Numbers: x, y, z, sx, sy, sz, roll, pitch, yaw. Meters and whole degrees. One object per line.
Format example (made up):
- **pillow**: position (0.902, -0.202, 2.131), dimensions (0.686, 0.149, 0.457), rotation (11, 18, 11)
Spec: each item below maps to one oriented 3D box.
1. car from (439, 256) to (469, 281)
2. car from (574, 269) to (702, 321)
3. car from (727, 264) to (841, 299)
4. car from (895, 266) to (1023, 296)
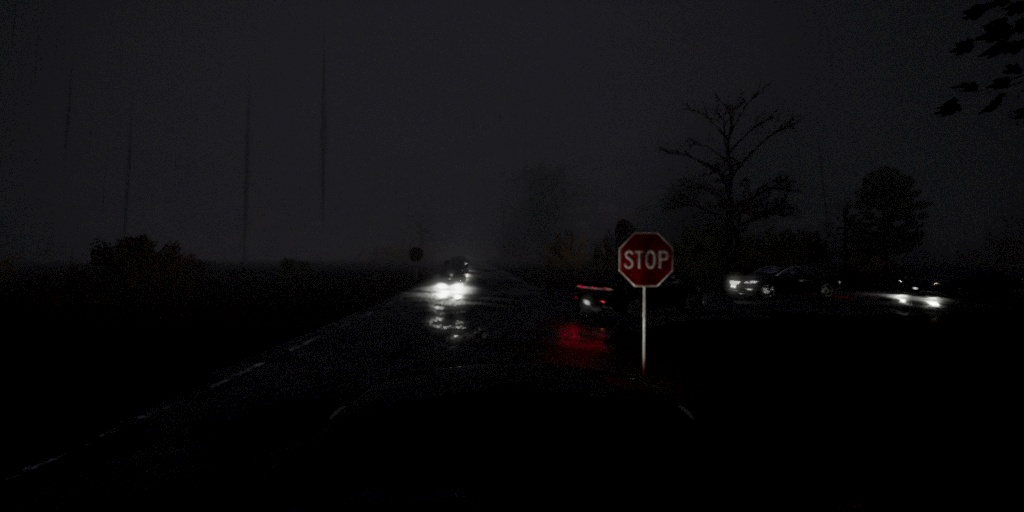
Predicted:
- **car**: position (-4.418, 1.021, 27.158), dimensions (2.128, 1.511, 4.902), rotation (0, 1, -6)
- **car**: position (4.318, 1.158, 11.970), dimensions (4.902, 1.511, 2.128), rotation (0, 0, -32)
- **car**: position (12.634, 1.141, 16.807), dimensions (4.902, 1.511, 2.128), rotation (0, 0, -7)
- **car**: position (22.471, 1.203, 17.981), dimensions (5.357, 1.411, 2.033), rotation (0, 0, -7)
